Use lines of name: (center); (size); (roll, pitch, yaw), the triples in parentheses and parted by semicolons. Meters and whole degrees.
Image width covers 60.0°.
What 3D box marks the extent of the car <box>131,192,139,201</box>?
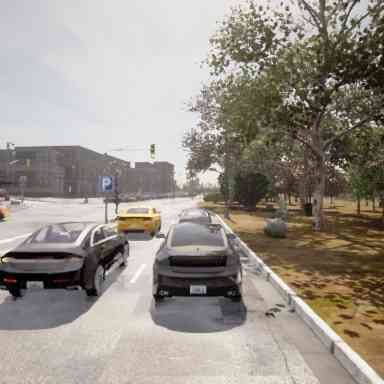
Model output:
car: (-13.788, 1.314, 66.235); (5.366, 1.575, 1.946); (-1, 0, -15)

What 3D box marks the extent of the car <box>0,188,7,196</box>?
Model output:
car: (-31.155, 0.136, 54.114); (2.002, 1.452, 4.674); (6, -3, -19)

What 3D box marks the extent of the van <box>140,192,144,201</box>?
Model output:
van: (-13.228, 1.092, 72.227); (4.442, 1.987, 1.878); (-1, 0, -14)

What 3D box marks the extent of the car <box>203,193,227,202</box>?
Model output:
car: (4.679, 1.140, 68.804); (4.553, 1.767, 2.185); (1, 0, -14)

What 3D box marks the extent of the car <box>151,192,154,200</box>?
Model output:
car: (-12.254, 1.357, 81.195); (4.674, 1.452, 2.002); (-1, 0, -13)

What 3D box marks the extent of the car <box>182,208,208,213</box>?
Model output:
car: (0.165, 1.572, 18.548); (2.033, 1.411, 5.357); (0, 0, 0)

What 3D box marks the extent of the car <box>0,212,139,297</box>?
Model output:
car: (-2.890, 1.502, 8.558); (2.128, 1.511, 4.902); (0, 0, 0)

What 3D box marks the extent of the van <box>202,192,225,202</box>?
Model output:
van: (4.295, 1.041, 65.835); (4.442, 1.987, 1.878); (1, 0, -14)

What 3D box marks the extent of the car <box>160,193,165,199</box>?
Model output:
car: (-10.987, 1.063, 90.183); (5.566, 2.045, 2.435); (-1, 0, -12)

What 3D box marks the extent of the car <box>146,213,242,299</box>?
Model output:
car: (0.111, 1.515, 8.461); (1.837, 1.490, 4.892); (0, 0, 0)

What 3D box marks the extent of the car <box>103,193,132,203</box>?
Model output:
car: (-14.433, 1.357, 63.243); (4.792, 1.488, 2.163); (-1, 0, -15)

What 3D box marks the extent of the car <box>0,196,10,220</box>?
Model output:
car: (-16.622, 1.403, 25.437); (4.553, 1.767, 2.185); (-1, 0, -19)

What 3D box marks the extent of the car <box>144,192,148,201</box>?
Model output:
car: (-13.000, 1.320, 75.198); (4.892, 1.521, 2.231); (-1, 0, -14)

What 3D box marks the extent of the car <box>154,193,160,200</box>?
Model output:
car: (-11.438, 1.356, 87.177); (4.674, 1.452, 2.002); (-1, 0, -12)

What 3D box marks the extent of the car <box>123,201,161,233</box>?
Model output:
car: (-2.831, 1.503, 18.781); (1.882, 1.535, 5.008); (0, 0, 0)

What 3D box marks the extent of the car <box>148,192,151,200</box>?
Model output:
car: (-12.626, 1.358, 78.193); (4.674, 1.452, 2.002); (-1, 0, -13)
